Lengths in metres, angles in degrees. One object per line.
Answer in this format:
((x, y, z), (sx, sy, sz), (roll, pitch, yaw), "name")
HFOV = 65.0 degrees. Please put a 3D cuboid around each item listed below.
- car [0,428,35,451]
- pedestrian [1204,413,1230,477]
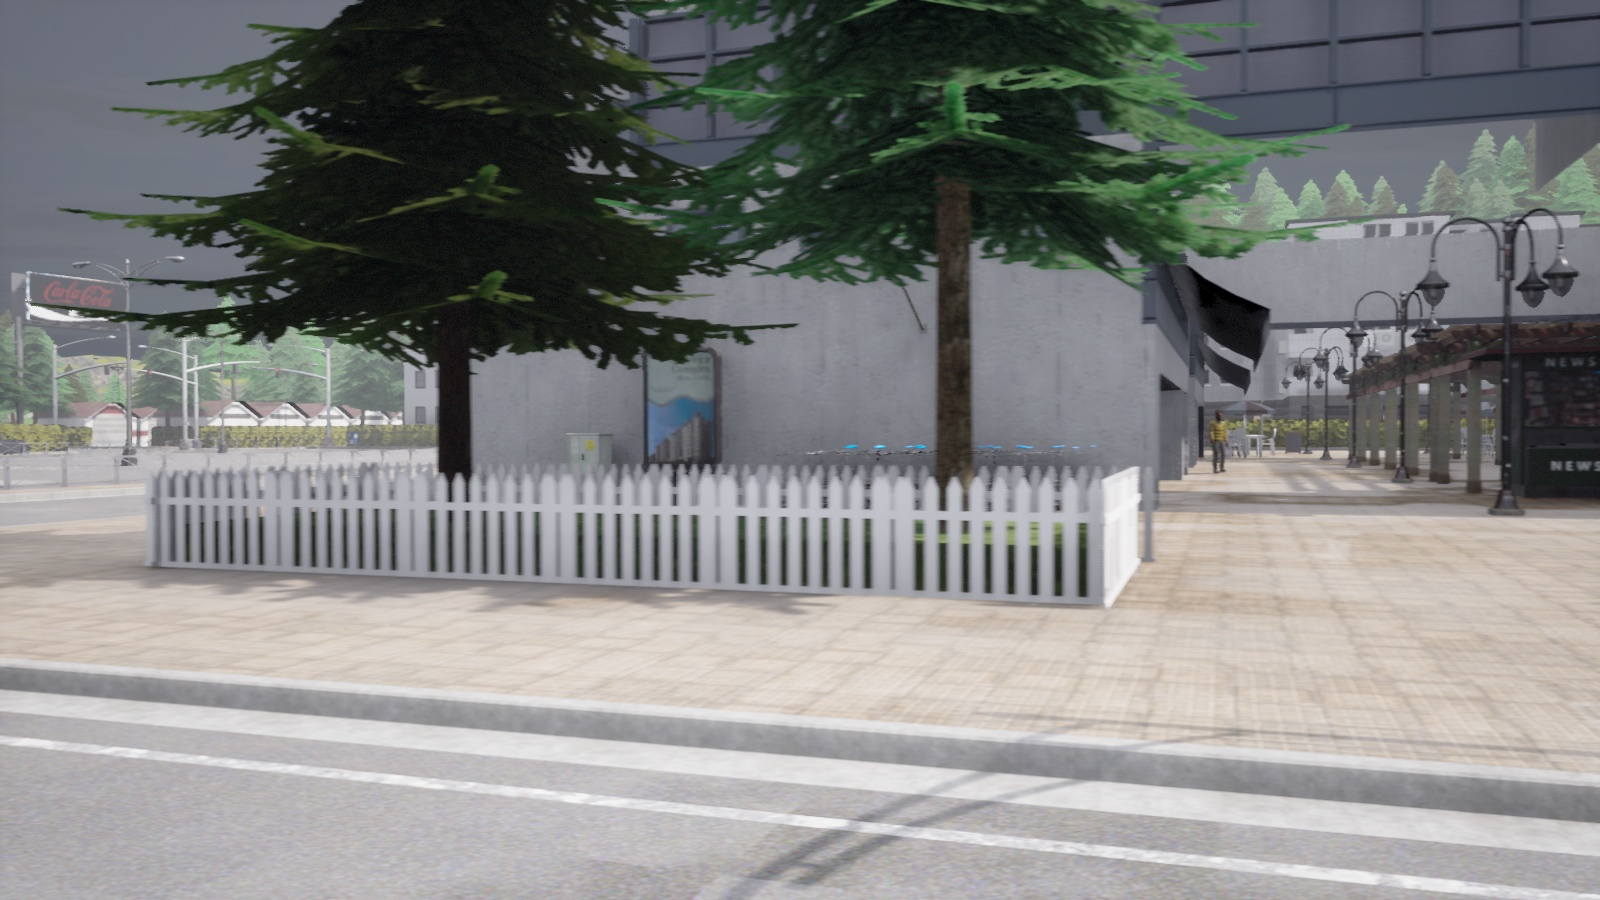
((-52.405, -0.673, 82.161), (1.845, 1.501, 3.633), (1, 1, 19), "car")
((12.108, -0.137, 36.466), (0.431, 1.840, 0.709), (0, 1, -9), "pedestrian")
